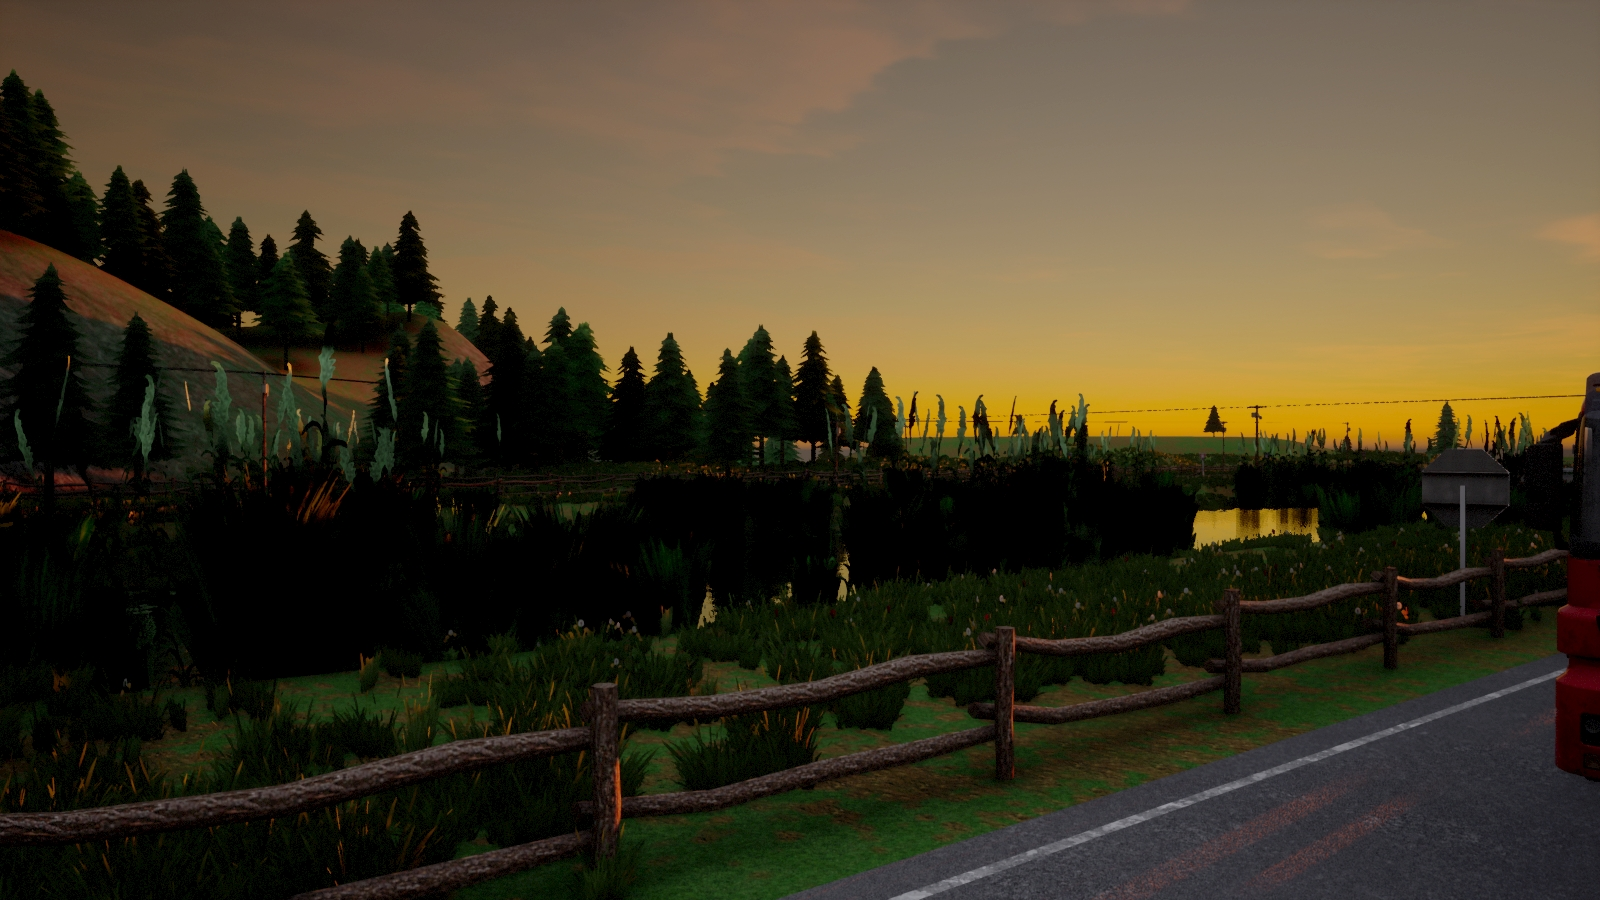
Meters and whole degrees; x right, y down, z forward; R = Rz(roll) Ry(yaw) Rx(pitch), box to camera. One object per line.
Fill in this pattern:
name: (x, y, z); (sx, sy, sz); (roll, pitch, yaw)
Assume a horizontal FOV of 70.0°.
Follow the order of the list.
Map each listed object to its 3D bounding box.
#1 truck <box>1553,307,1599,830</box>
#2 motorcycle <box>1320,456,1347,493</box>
truck: (9.433, 0.862, 10.924); (2.891, 3.827, 8.468); (0, 0, 39)
motorcycle: (34.800, 1.577, 74.502); (2.033, 2.348, 0.803); (0, 0, -39)
